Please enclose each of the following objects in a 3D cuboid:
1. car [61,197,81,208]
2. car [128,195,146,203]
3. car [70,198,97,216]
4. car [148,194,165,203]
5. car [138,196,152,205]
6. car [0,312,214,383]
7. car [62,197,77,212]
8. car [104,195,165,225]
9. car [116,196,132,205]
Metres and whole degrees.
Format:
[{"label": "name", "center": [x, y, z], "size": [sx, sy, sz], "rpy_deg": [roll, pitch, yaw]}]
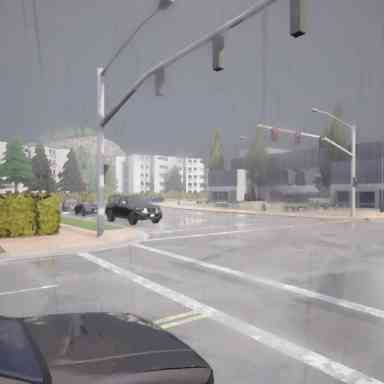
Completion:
[{"label": "car", "center": [-17.858, 1.492, 49.302], "size": [2.128, 1.511, 4.902], "rpy_deg": [0, 0, -13]}, {"label": "car", "center": [-11.341, 1.477, 68.902], "size": [1.882, 1.535, 5.008], "rpy_deg": [0, 0, 14]}, {"label": "car", "center": [-9.967, 1.564, 32.116], "size": [1.994, 1.385, 4.181], "rpy_deg": [0, 0, -34]}, {"label": "car", "center": [-7.498, 1.354, 70.950], "size": [2.097, 1.767, 4.553], "rpy_deg": [0, 0, 17]}, {"label": "car", "center": [-8.595, 1.503, 61.188], "size": [1.837, 1.490, 4.892], "rpy_deg": [0, 0, -1]}, {"label": "car", "center": [-2.343, 1.547, 2.094], "size": [5.357, 1.411, 2.033], "rpy_deg": [0, 0, -35]}, {"label": "car", "center": [-14.441, 1.526, 39.688], "size": [1.812, 1.442, 4.674], "rpy_deg": [0, 0, -24]}, {"label": "car", "center": [-4.427, 1.221, 24.513], "size": [2.150, 2.045, 5.566], "rpy_deg": [0, 0, -40]}, {"label": "car", "center": [-12.025, 1.491, 58.870], "size": [2.128, 1.511, 4.902], "rpy_deg": [0, 0, -4]}]
